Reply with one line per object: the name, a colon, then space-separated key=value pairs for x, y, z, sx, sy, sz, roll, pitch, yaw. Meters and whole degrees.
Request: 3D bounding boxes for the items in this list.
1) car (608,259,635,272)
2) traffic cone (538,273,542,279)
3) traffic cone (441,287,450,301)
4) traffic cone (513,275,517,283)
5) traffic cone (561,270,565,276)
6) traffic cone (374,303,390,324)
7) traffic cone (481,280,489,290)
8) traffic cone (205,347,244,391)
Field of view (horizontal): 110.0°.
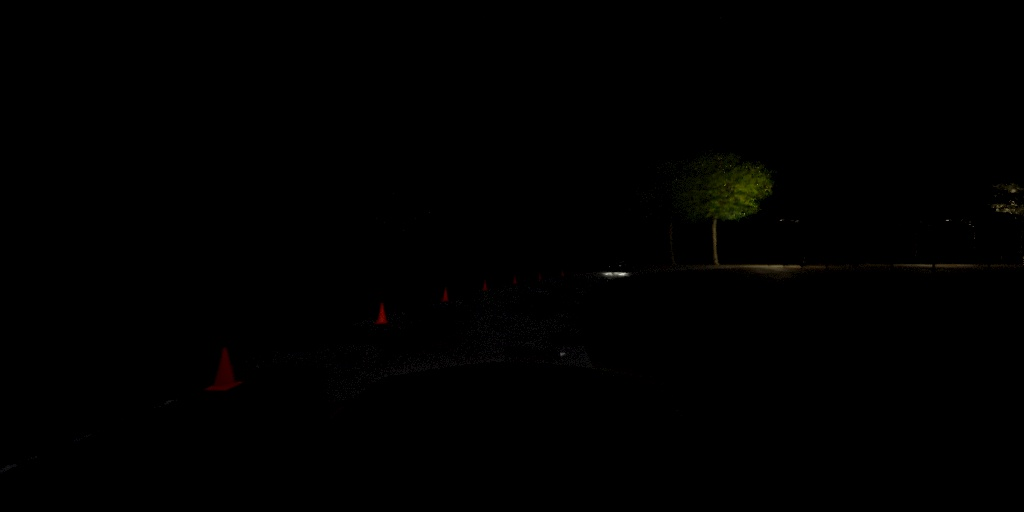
car: x=13.159 y=1.115 z=43.096 sx=1.882 sy=1.535 sz=5.008 roll=0 pitch=0 yaw=37
traffic cone: x=2.366 y=1.639 z=30.389 sx=0.340 sy=0.580 sz=0.340 roll=0 pitch=0 yaw=27
traffic cone: x=-2.913 y=1.665 z=15.736 sx=0.340 sy=0.580 sz=0.340 roll=0 pitch=0 yaw=13
traffic cone: x=0.204 y=1.649 z=25.656 sx=0.340 sy=0.580 sz=0.340 roll=0 pitch=0 yaw=22
traffic cone: x=4.911 y=1.629 z=34.927 sx=0.340 sy=0.580 sz=0.340 roll=0 pitch=0 yaw=32
traffic cone: x=-3.848 y=1.674 z=10.618 sx=0.340 sy=0.580 sz=0.340 roll=0 pitch=0 yaw=8
traffic cone: x=-1.560 y=1.657 z=20.760 sx=0.340 sy=0.580 sz=0.340 roll=0 pitch=0 yaw=17
traffic cone: x=-4.356 y=1.684 z=5.439 sx=0.340 sy=0.580 sz=0.340 roll=0 pitch=0 yaw=3
